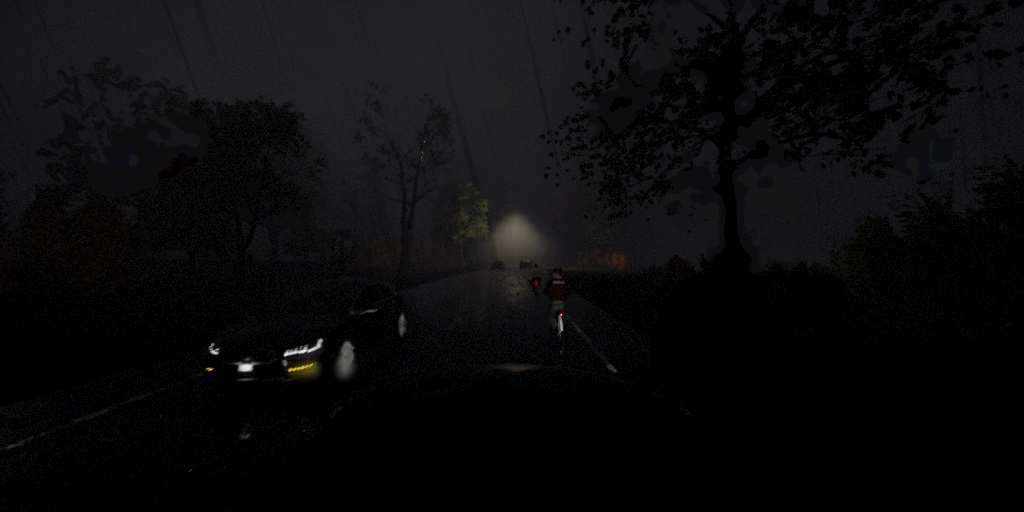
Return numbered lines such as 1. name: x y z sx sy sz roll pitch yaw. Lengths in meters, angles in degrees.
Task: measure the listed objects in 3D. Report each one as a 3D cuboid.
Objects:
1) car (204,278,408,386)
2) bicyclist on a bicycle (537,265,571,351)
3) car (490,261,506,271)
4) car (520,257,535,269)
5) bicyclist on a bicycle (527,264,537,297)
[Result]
1. car: -3.554 1.253 7.248 1.837 1.490 4.892 0 0 1
2. bicyclist on a bicycle: 1.016 1.120 8.150 0.659 1.776 1.843 0 0 1
3. car: -1.948 1.373 51.267 2.033 1.411 5.357 0 0 4
4. car: 2.260 1.354 58.524 2.128 1.511 4.902 0 0 4
5. bicyclist on a bicycle: 1.190 1.195 17.850 0.866 1.612 1.509 0 0 1
